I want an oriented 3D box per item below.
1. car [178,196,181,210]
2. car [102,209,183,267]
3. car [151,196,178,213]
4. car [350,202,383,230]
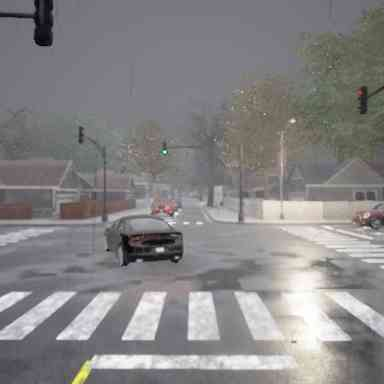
[{"bbox_3d":[-2.933,1.711,44.840,2.097,1.767,4.553,0,0,0],"label":"car"},{"bbox_3d":[-1.946,1.569,12.012,1.882,1.535,5.008,0,-1,-24],"label":"car"},{"bbox_3d":[-2.968,1.497,34.931,2.150,2.045,5.566,0,0,0],"label":"car"},{"bbox_3d":[12.685,1.430,21.374,4.553,1.767,2.097,0,0,0],"label":"car"}]
